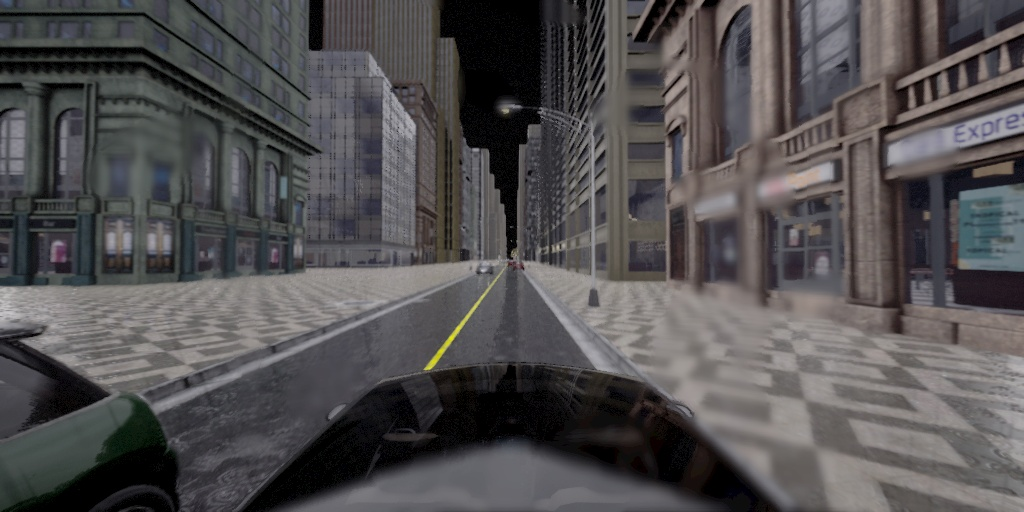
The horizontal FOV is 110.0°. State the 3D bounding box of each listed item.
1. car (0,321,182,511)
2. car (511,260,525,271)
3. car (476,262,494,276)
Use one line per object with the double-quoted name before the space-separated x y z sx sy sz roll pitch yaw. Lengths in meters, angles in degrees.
"car" -3.099 1.095 0.249 2.097 1.767 4.553 0 0 0
"car" 1.081 1.588 57.407 1.812 1.442 4.674 0 0 0
"car" -3.066 1.456 41.285 2.128 1.511 4.902 0 0 0
